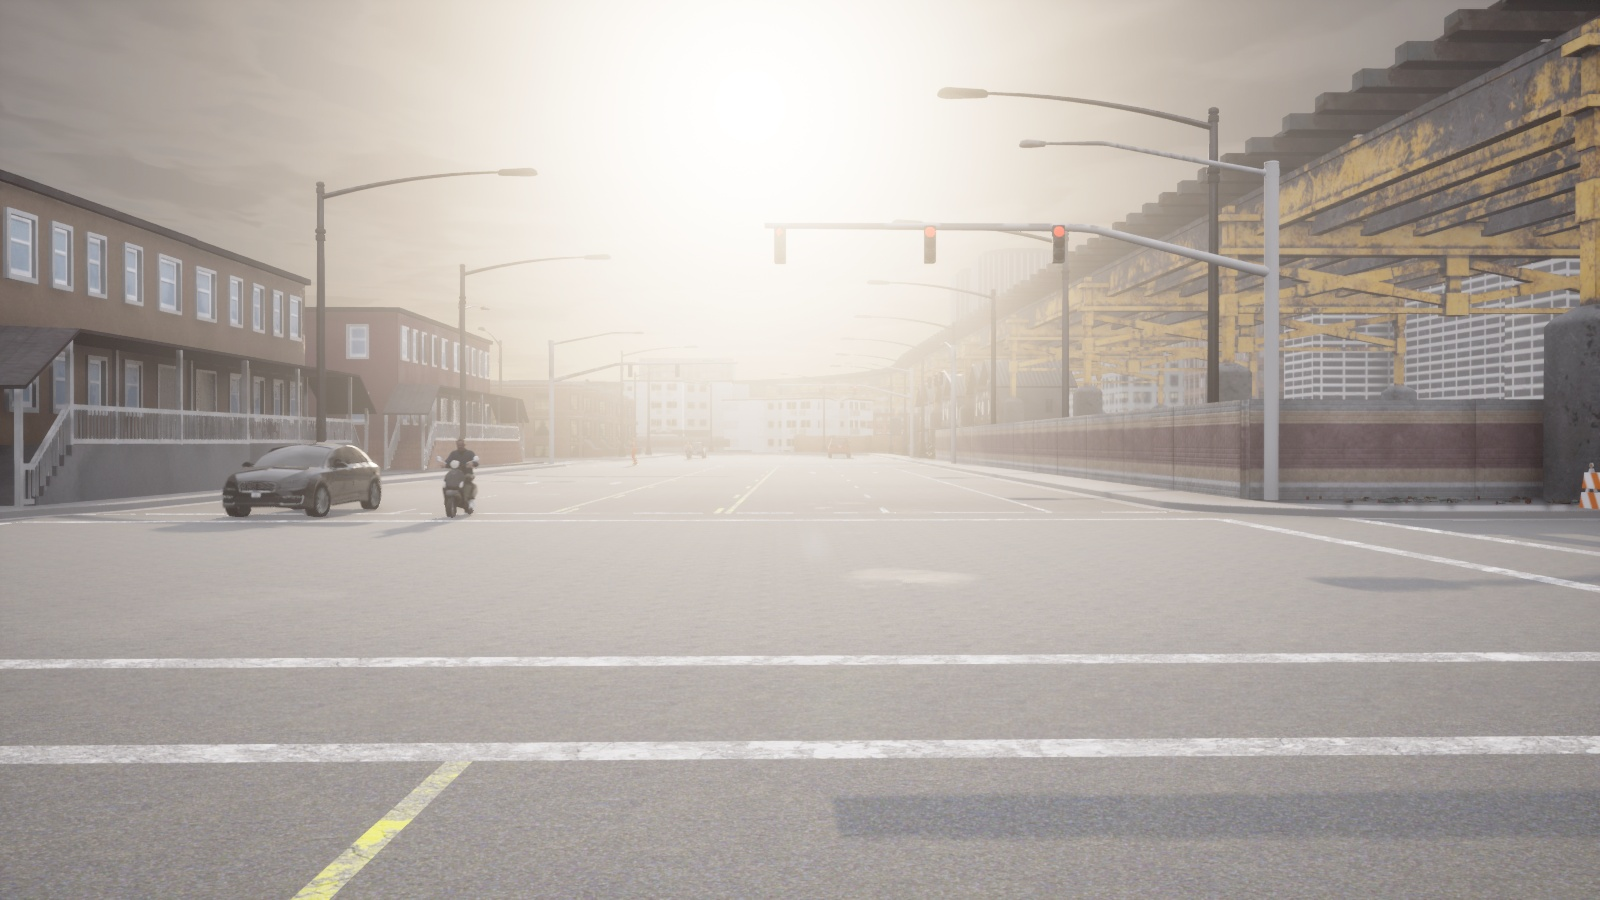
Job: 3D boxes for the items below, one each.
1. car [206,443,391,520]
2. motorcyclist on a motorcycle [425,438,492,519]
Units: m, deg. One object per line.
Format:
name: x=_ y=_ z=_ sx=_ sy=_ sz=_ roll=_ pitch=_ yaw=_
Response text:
car: x=-10.465 y=0.593 z=26.649 sx=1.837 sy=1.490 sz=4.892 roll=0 pitch=0 yaw=2
motorcyclist on a motorcycle: x=-6.907 y=0.551 z=25.481 sx=0.866 sy=1.590 sz=1.817 roll=0 pitch=0 yaw=0
